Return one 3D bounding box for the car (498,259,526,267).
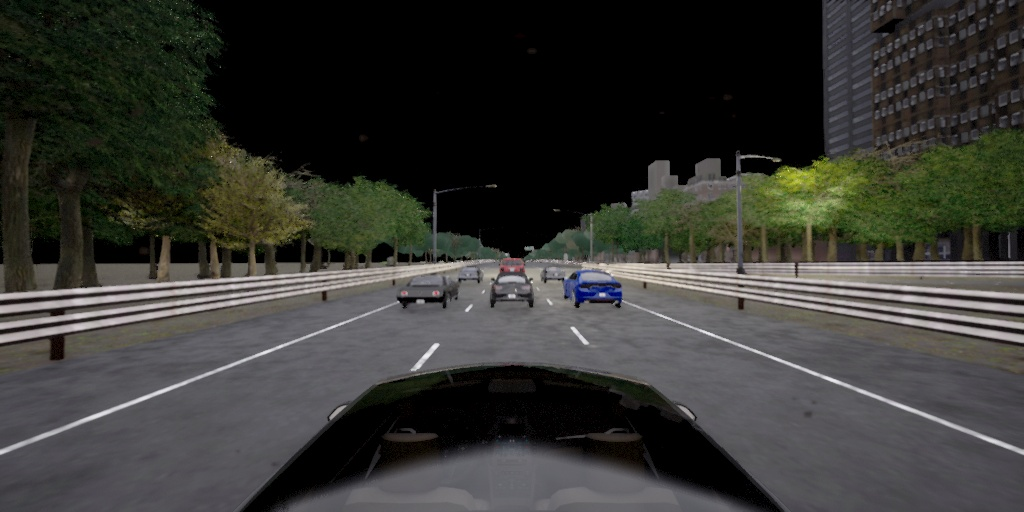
[{"bbox_3d":[0.000,1.236,30.855,2.150,2.045,5.566,0,0,0],"label":"car"}]

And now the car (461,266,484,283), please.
[{"bbox_3d":[-3.500,1.566,30.841,2.033,1.411,5.357,0,0,0],"label":"car"}]

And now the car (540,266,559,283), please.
[{"bbox_3d":[3.501,1.566,30.840,2.033,1.411,5.357,0,0,0],"label":"car"}]

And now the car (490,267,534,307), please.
[{"bbox_3d":[0.006,1.412,16.224,1.812,1.442,4.674,0,0,0],"label":"car"}]

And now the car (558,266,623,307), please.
[{"bbox_3d":[3.507,1.366,16.334,1.882,1.535,5.008,0,0,0],"label":"car"}]

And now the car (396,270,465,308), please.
[{"bbox_3d":[-3.498,1.485,15.961,1.895,1.301,4.718,0,-1,0],"label":"car"}]
